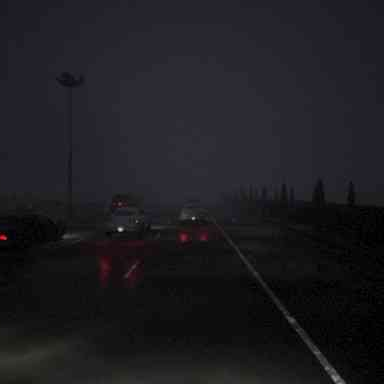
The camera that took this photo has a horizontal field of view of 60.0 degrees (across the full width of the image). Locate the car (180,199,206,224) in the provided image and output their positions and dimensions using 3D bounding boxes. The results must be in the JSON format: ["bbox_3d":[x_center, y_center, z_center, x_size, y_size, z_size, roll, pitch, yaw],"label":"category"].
[{"bbox_3d":[0.095,1.539,24.727,1.812,1.442,4.674,0,0,0],"label":"car"}]

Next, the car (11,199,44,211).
[{"bbox_3d":[-21.035,1.625,42.745,1.895,1.301,4.718,0,0,1],"label":"car"}]

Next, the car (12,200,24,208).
[{"bbox_3d":[-17.575,1.498,36.707,1.882,1.535,5.008,0,0,0],"label":"car"}]

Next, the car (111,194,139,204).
[{"bbox_3d":[-6.899,1.241,34.580,2.150,2.045,5.566,0,0,0],"label":"car"}]

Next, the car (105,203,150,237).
[{"bbox_3d":[-3.399,1.536,18.099,1.812,1.442,4.674,0,0,0],"label":"car"}]

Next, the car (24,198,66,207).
[{"bbox_3d":[-14.089,1.496,32.694,1.882,1.535,5.008,0,0,0],"label":"car"}]

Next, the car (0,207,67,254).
[{"bbox_3d":[-6.899,1.555,13.506,2.033,1.411,5.357,0,0,0],"label":"car"}]
